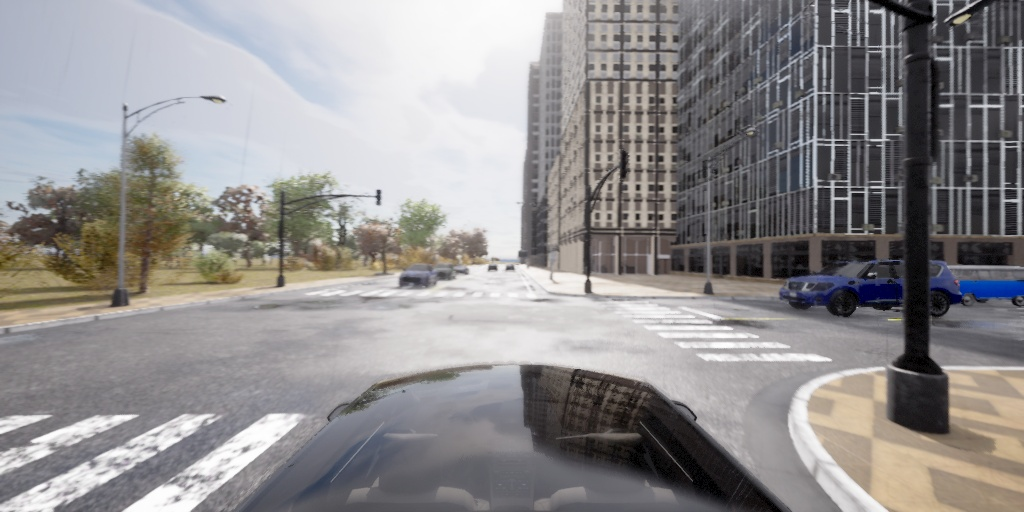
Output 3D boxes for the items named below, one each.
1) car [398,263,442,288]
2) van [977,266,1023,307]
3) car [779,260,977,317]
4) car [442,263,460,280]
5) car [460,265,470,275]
[{"bbox_3d":[-6.941,1.367,26.864,2.097,1.767,4.553,1,-1,-1],"label":"car"},{"bbox_3d":[21.099,1.325,16.393,3.998,1.789,1.690,0,0,0],"label":"van"},{"bbox_3d":[13.545,1.148,13.755,5.566,2.045,2.150,0,-1,0],"label":"car"},{"bbox_3d":[-6.977,1.505,36.613,2.097,1.767,4.553,1,-1,0],"label":"car"},{"bbox_3d":[-6.968,1.899,49.186,1.994,1.385,4.181,1,-1,0],"label":"car"}]
